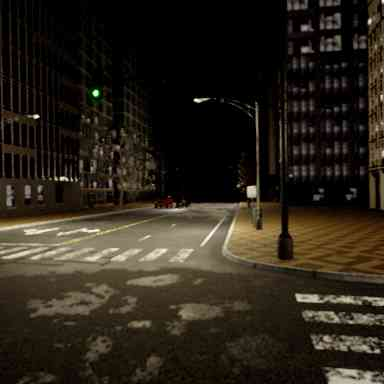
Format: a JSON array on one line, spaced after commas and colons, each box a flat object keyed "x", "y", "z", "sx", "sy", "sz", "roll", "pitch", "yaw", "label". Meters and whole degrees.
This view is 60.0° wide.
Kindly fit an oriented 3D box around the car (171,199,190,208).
[{"x": -1.449, "y": 1.882, "z": 55.038, "sx": 2.128, "sy": 1.511, "sz": 4.902, "roll": -1, "pitch": 0, "yaw": 9, "label": "car"}]

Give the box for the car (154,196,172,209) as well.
[{"x": -4.667, "y": 1.659, "z": 55.511, "sx": 2.150, "sy": 2.045, "sz": 5.566, "roll": -1, "pitch": 0, "yaw": 9, "label": "car"}]
